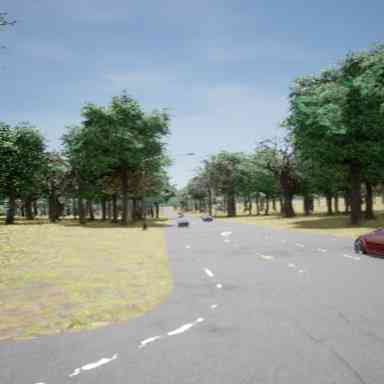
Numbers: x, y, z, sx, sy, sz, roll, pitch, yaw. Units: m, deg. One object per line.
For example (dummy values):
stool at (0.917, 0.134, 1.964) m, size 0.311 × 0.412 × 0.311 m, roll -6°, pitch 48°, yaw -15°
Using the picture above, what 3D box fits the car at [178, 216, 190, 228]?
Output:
car at (-1.407, 5.118, 54.486) m, size 1.895 × 1.301 × 4.718 m, roll -3°, pitch -3°, yaw -3°

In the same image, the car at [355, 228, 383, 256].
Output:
car at (9.295, 2.262, 15.103) m, size 1.994 × 1.385 × 4.181 m, roll -2°, pitch -3°, yaw -6°

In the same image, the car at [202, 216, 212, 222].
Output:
car at (3.408, 6.110, 76.664) m, size 1.895 × 1.301 × 4.718 m, roll -2°, pitch -3°, yaw -6°
